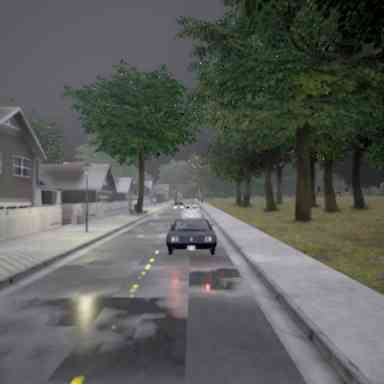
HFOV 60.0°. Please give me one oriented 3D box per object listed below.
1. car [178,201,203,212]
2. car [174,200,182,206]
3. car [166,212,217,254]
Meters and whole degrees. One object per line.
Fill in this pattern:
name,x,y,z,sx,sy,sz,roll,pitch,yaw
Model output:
car,-0.035,1.819,29.413,1.812,1.442,4.674,0,0,0
car,-2.845,2.337,70.980,1.895,1.301,4.718,0,-1,0
car,-0.017,1.737,14.135,1.895,1.301,4.718,0,-1,0
